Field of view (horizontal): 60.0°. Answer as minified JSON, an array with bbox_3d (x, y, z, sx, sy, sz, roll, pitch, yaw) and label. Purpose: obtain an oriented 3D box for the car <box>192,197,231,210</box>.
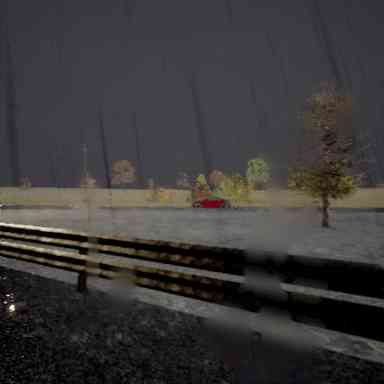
[{"bbox_3d":[2.083,1.196,35.750,4.181,1.385,1.994,0,0,12],"label":"car"}]
